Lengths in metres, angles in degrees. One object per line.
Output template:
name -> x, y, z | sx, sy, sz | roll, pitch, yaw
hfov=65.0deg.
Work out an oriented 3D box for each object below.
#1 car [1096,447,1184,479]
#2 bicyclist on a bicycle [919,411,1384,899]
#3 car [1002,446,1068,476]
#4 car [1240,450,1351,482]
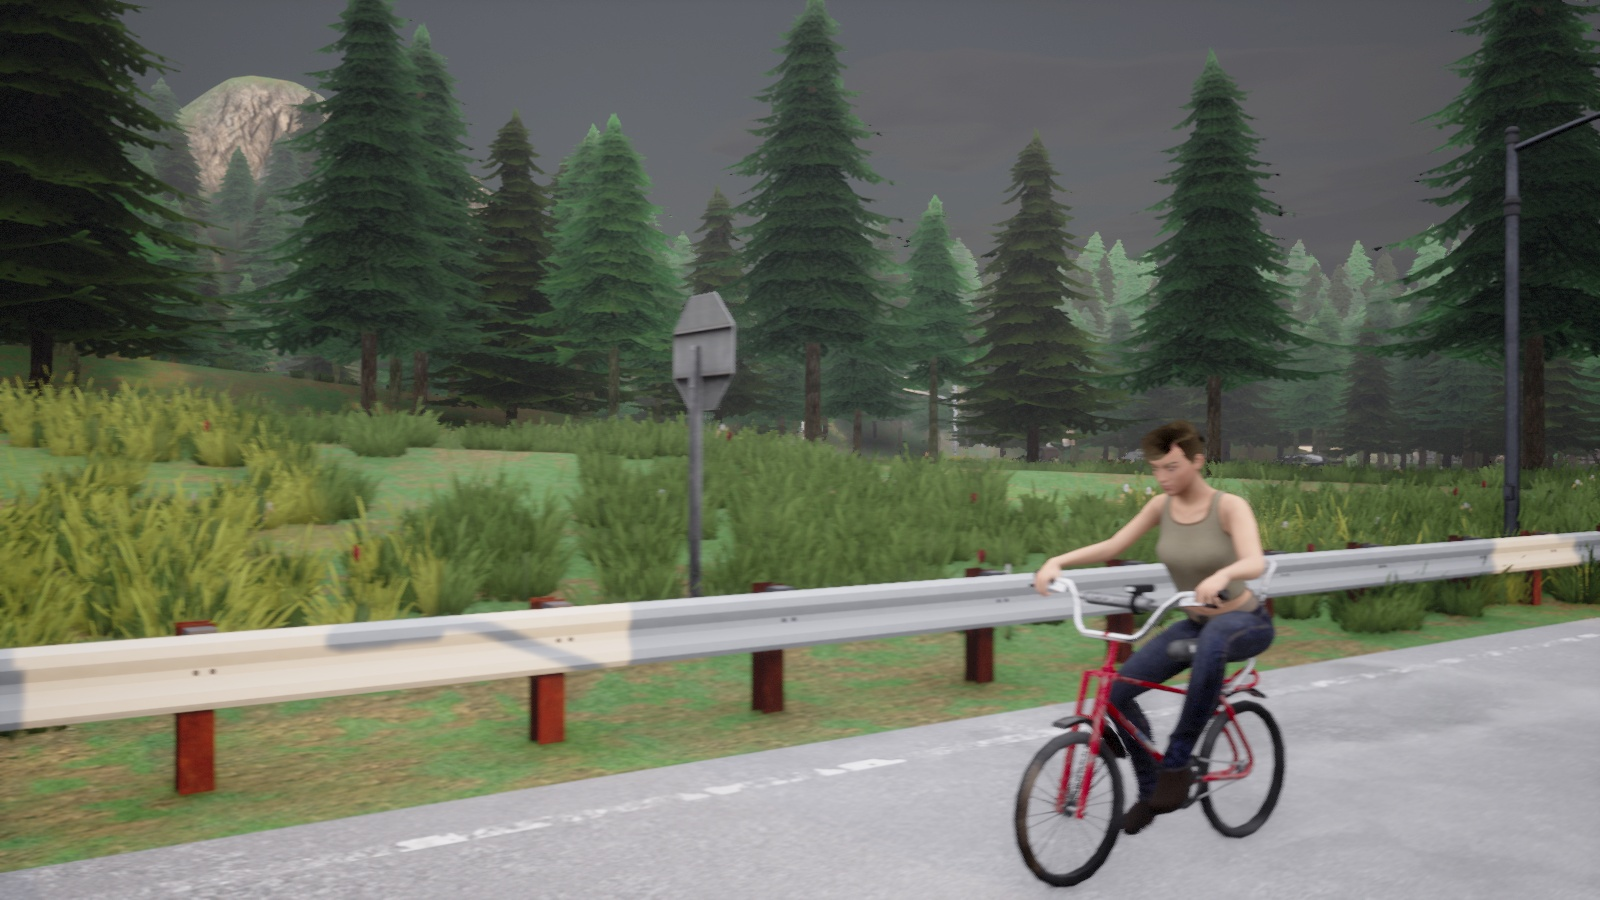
car -> 19.352, 0.711, 71.599 | 2.097, 1.767, 4.553 | 0, 0, -34
bicyclist on a bicycle -> 1.295, 0.690, 4.569 | 1.509, 1.612, 0.866 | 0, 0, -35
car -> 14.664, 0.676, 78.630 | 1.905, 1.878, 3.866 | 0, 0, -34
car -> 24.965, 0.798, 63.399 | 1.882, 1.535, 5.008 | 0, 0, -35
